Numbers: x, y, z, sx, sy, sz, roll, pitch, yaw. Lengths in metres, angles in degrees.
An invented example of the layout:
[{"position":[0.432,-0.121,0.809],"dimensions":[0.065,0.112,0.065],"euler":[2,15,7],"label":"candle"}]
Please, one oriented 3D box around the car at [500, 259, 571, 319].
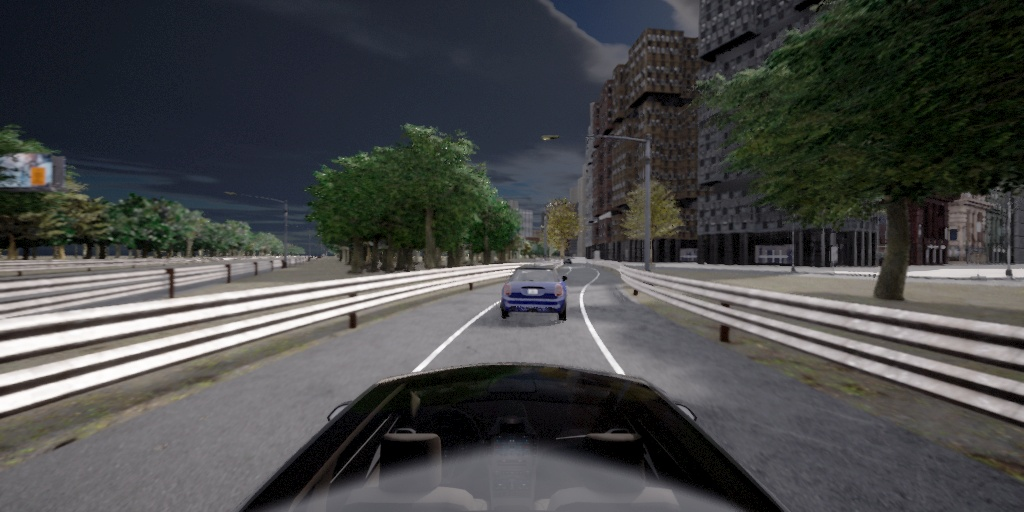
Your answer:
[{"position":[0.935,1.107,13.044],"dimensions":[2.097,1.767,4.553],"euler":[1,0,8],"label":"car"}]
